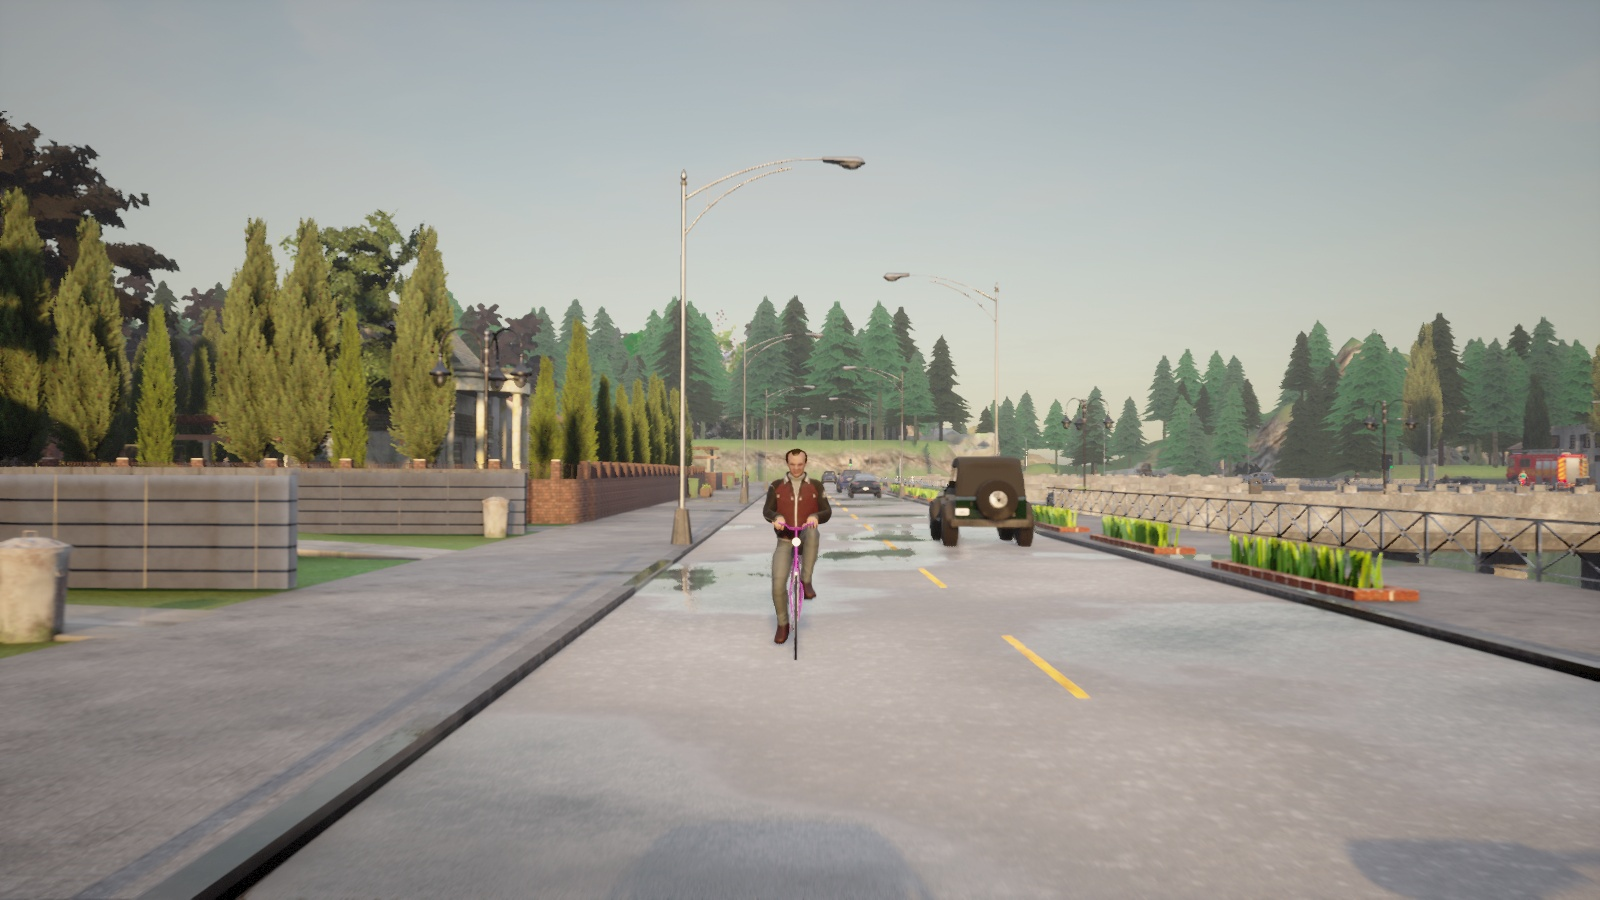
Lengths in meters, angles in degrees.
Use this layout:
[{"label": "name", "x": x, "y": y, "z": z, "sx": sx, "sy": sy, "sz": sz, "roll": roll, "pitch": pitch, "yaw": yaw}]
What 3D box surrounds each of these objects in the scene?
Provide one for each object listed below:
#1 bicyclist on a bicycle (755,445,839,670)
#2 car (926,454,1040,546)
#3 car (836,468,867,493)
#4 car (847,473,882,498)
[{"label": "bicyclist on a bicycle", "x": -0.026, "y": 0.867, "z": 10.865, "sx": 0.659, "sy": 1.776, "sz": 1.843, "roll": 0, "pitch": -1, "yaw": 0}, {"label": "car", "x": 3.935, "y": 1.057, "z": 27.589, "sx": 1.905, "sy": 1.878, "sz": 3.866, "roll": 0, "pitch": -1, "yaw": 0}, {"label": "car", "x": 3.782, "y": 2.208, "z": 92.562, "sx": 2.097, "sy": 1.767, "sz": 4.553, "roll": 0, "pitch": -1, "yaw": 0}, {"label": "car", "x": 3.824, "y": 2.080, "z": 74.958, "sx": 1.812, "sy": 1.442, "sz": 4.674, "roll": 0, "pitch": -1, "yaw": 0}]
